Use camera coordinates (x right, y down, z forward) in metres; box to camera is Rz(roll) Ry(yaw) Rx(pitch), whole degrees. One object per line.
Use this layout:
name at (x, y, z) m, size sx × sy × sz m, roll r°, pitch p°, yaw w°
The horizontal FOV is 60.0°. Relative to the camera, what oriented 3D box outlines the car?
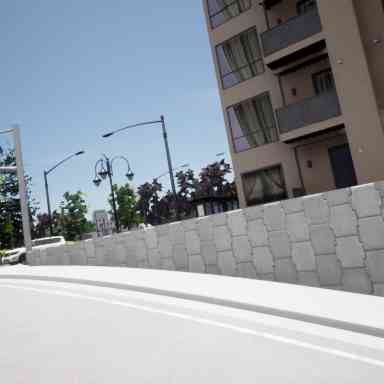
car at (-14.078, 5.317, 30.303) m, size 2.150 × 2.045 × 5.566 m, roll -14°, pitch -8°, yaw 35°
